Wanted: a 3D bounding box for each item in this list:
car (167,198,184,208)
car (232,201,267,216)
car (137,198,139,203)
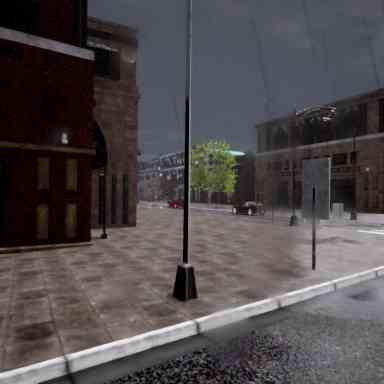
[{"bbox_3d":[-2.191,1.627,49.300,1.887,1.381,4.507,1,-1,-27],"label":"car"},{"bbox_3d":[5.762,1.628,33.759,2.008,1.369,4.403,1,-1,-27],"label":"car"},{"bbox_3d":[-12.226,1.671,68.994,1.802,1.307,4.206,1,-1,-27],"label":"car"}]
